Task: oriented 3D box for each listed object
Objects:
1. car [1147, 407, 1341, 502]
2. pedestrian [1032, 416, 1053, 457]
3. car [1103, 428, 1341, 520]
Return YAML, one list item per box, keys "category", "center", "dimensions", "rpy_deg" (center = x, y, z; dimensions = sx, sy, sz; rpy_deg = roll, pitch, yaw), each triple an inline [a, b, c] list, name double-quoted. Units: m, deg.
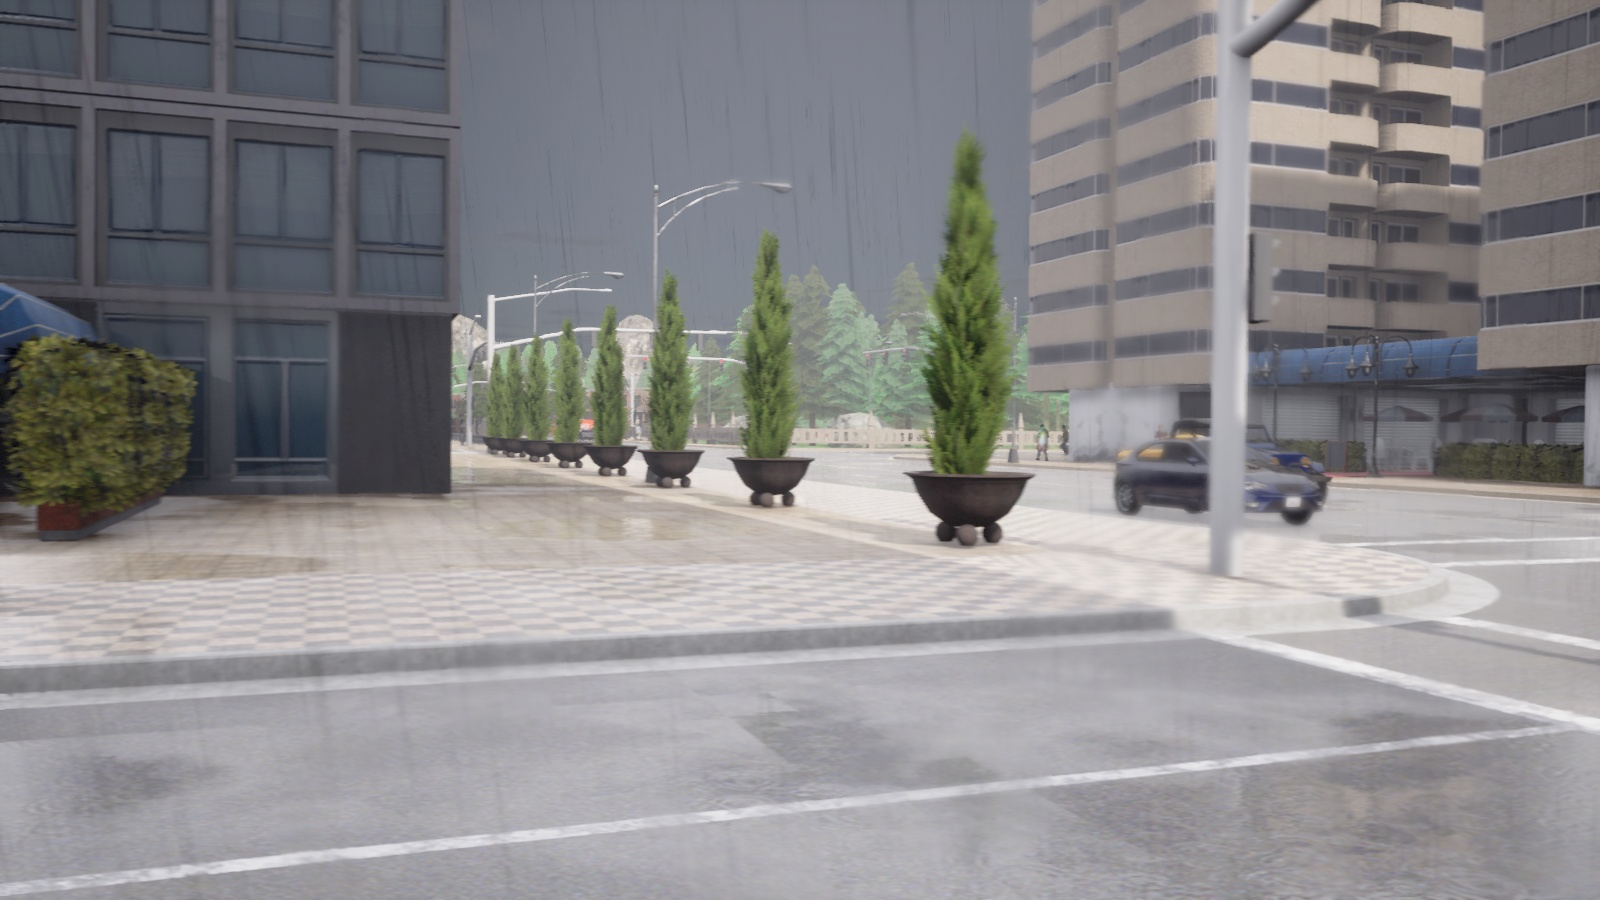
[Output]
- category: "car"
  center: [9.487, 0.050, 27.134]
  dimensions: [1.905, 1.878, 3.866]
  rpy_deg: [-1, 1, -20]
- category: "pedestrian"
  center: [11.689, -0.656, 60.627]
  dimensions: [0.659, 1.952, 0.873]
  rpy_deg: [-1, 1, -18]
- category: "car"
  center: [7.434, 0.364, 22.592]
  dimensions: [1.816, 1.474, 4.193]
  rpy_deg: [-1, 1, -20]
